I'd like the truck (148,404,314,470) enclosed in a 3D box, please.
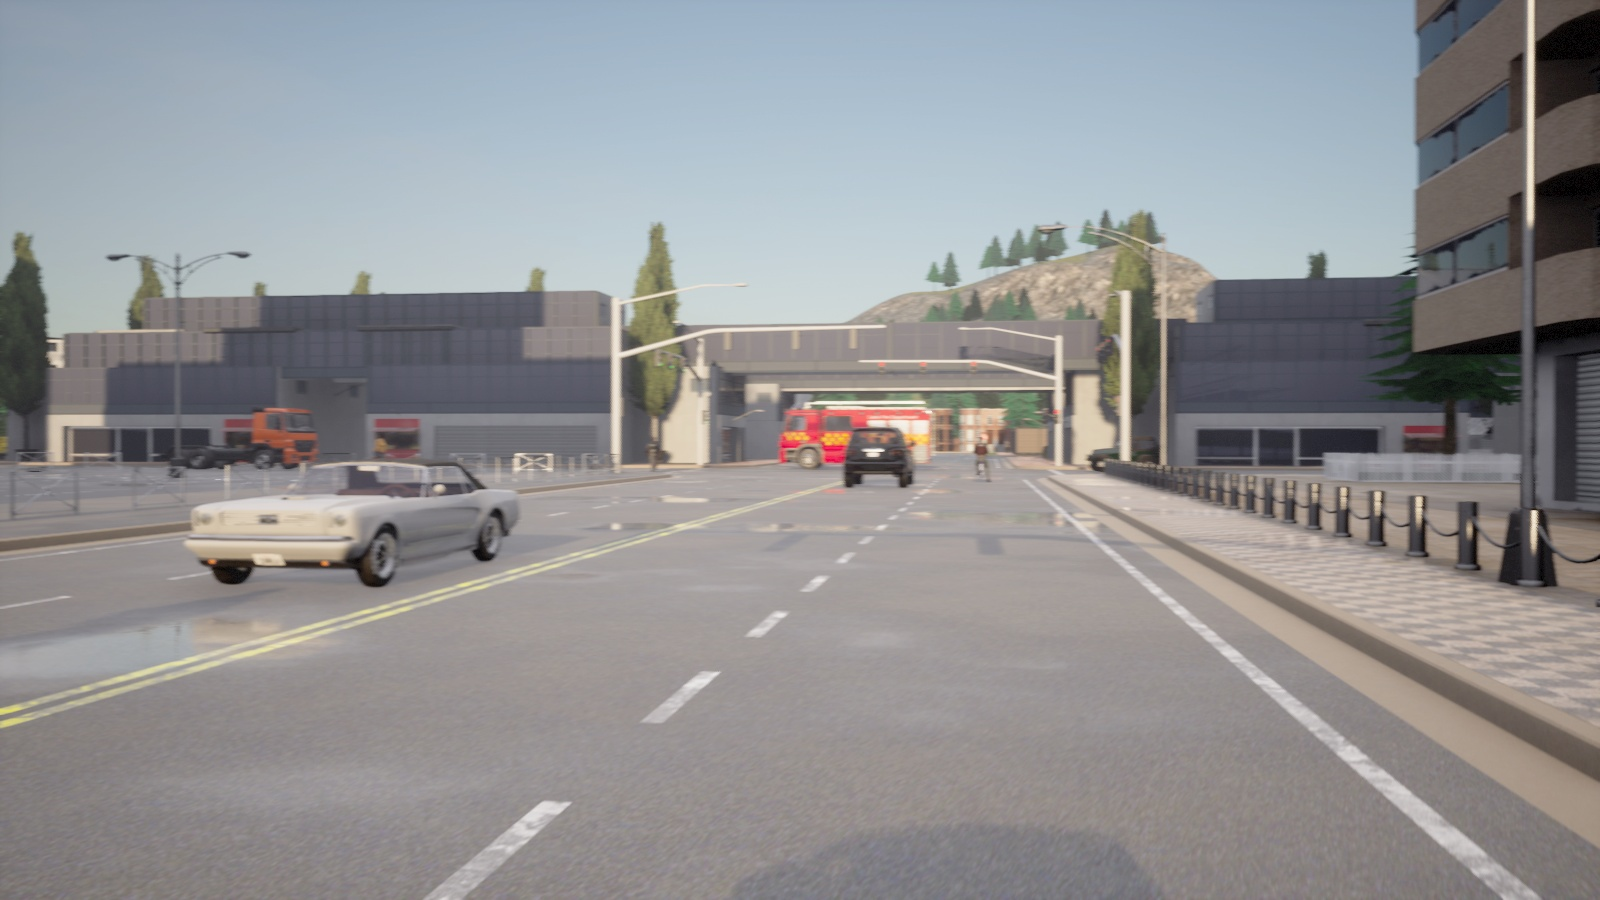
[{"bbox_3d":[-30.946,-0.694,68.399,7.936,3.462,2.891,0,0,10],"label":"truck"}]

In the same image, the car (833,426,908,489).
[{"bbox_3d":[2.541,0.234,43.619,2.150,2.045,5.566,0,0,8],"label":"car"}]

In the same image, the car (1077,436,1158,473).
[{"bbox_3d":[16.382,0.231,64.961,3.866,1.878,1.905,0,0,7],"label":"car"}]

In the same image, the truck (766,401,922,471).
[{"bbox_3d":[2.505,-0.796,70.348,8.468,3.827,2.891,0,0,8],"label":"truck"}]

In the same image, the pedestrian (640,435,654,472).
[{"bbox_3d":[-7.751,0.160,63.745,0.563,1.883,0.849,0,0,2],"label":"pedestrian"}]

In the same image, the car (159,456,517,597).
[{"bbox_3d":[-5.035,0.753,14.549,1.895,1.301,4.718,0,0,8],"label":"car"}]

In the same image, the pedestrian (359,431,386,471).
[{"bbox_3d":[-20.110,0.027,59.099,0.900,1.855,0.874,0,0,10],"label":"pedestrian"}]
